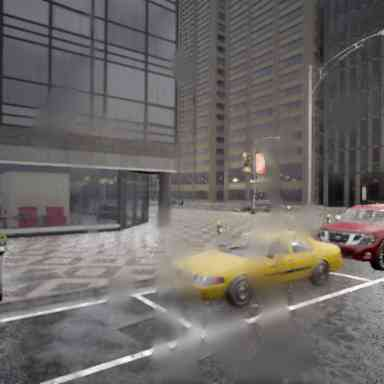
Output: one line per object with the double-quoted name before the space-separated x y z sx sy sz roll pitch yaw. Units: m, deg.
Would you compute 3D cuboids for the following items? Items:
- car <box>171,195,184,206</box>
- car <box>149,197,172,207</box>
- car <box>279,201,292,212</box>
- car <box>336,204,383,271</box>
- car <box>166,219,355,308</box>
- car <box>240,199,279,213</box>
"car" -3.688 1.496 60.415 2.150 2.045 5.566 1 -1 -35
"car" -5.958 1.839 57.987 1.895 1.301 4.718 1 -1 -35
"car" 10.010 1.670 41.075 2.128 1.511 4.902 1 -1 -35
"car" 6.285 1.347 11.240 5.009 1.841 2.192 0 0 -35
"car" 1.700 1.541 7.971 4.829 1.417 1.752 0 0 -35
"car" 7.557 1.707 38.916 1.994 1.385 4.181 1 -1 -35
